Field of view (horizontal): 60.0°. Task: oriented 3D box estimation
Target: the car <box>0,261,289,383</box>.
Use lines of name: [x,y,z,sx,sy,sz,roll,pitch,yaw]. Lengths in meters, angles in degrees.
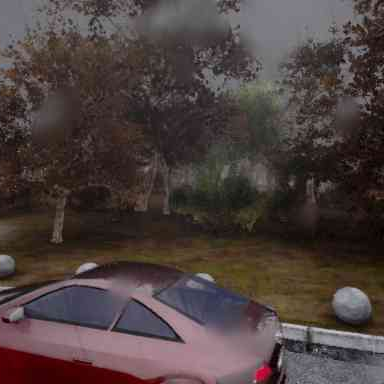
car: [-1.045,1.564,3.879,4.181,1.385,1.994,0,0,19]
